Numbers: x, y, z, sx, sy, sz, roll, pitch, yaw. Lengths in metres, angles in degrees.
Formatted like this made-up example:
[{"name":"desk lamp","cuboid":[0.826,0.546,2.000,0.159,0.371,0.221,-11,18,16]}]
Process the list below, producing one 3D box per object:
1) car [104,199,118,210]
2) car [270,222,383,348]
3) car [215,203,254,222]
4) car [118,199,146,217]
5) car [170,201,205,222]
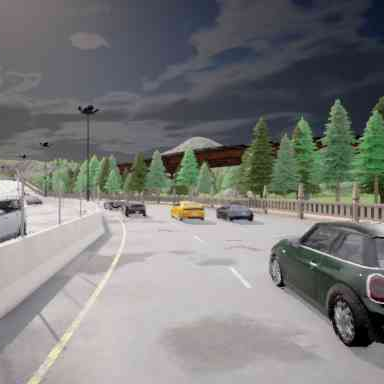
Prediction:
[{"name":"car","cuboid":[-9.905,1.547,42.433,2.033,1.411,5.357,0,0,-27]},{"name":"car","cuboid":[3.116,1.352,6.521,2.097,1.767,4.553,0,0,-4]},{"name":"car","cuboid":[3.287,1.564,26.425,1.994,1.385,4.181,0,0,-14]},{"name":"car","cuboid":[-5.604,1.506,31.599,1.837,1.490,4.892,0,0,-19]},{"name":"car","cuboid":[-0.449,1.477,26.894,1.882,1.535,5.008,0,0,-15]}]
